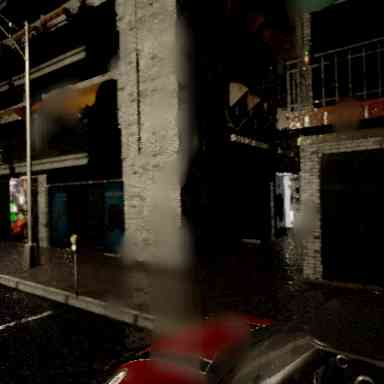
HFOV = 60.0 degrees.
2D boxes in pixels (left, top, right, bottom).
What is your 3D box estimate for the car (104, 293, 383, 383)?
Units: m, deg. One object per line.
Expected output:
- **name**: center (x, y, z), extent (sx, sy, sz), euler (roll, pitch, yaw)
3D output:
- **car**: center (1.151, 1.442, 2.072), extent (4.097, 1.590, 1.967), euler (-1, -1, 36)
